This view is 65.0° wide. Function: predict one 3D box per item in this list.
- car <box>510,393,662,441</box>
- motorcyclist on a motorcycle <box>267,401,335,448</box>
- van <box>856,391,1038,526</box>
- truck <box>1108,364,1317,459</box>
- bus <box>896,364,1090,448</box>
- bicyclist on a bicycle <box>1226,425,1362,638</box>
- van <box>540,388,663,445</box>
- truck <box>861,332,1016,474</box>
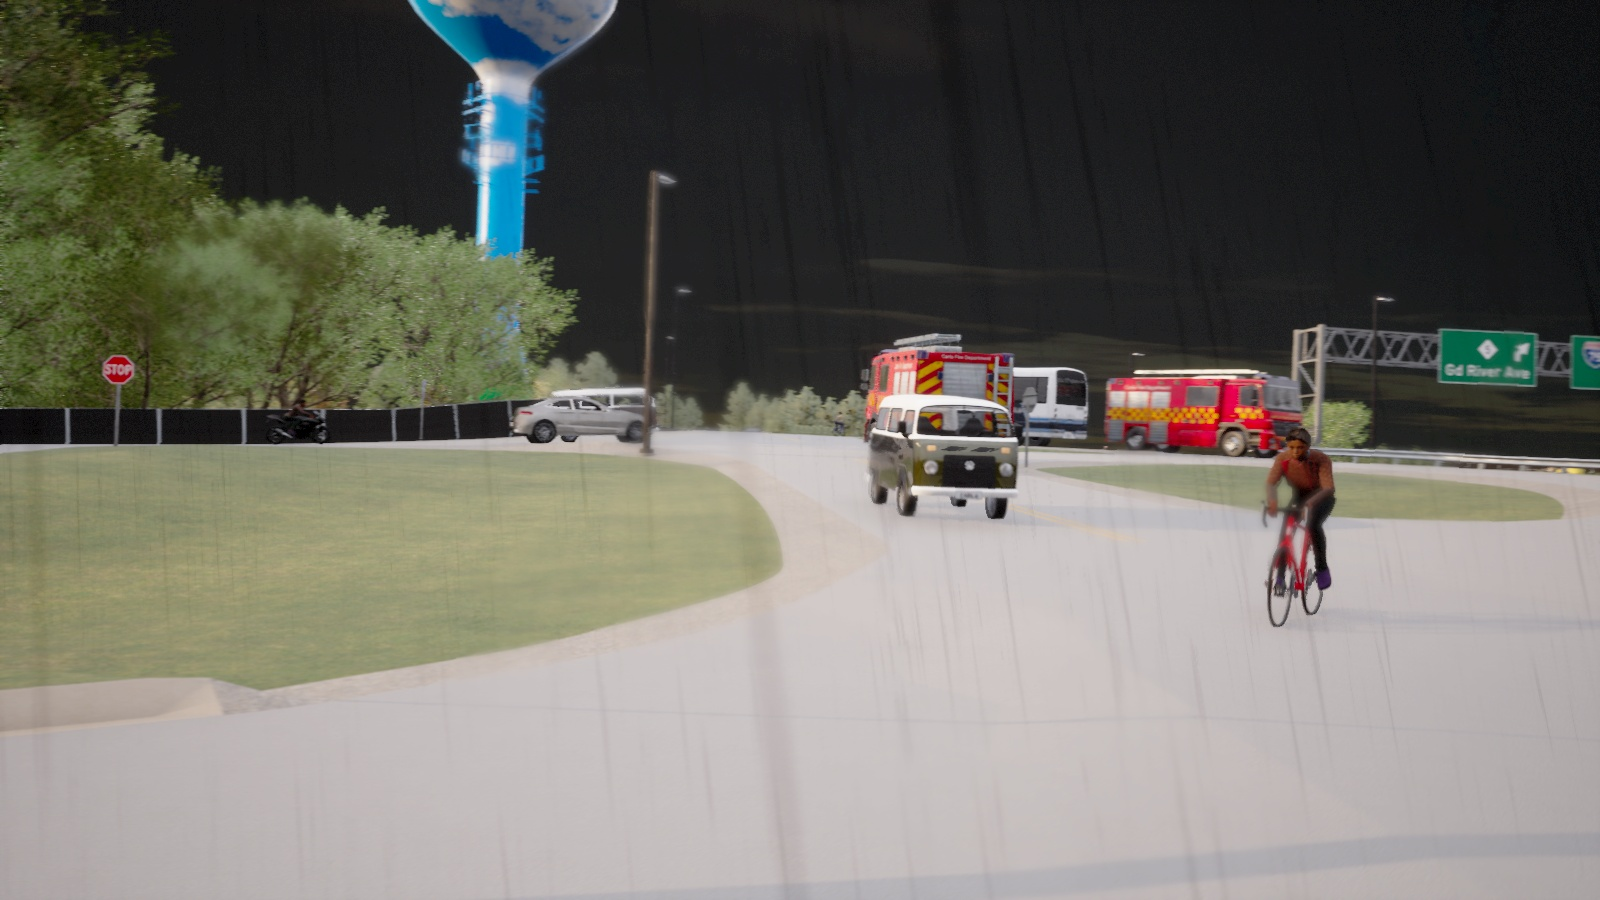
[{"bbox_3d":[-7.619,-1.164,44.671,5.027,1.651,2.152,0,1,-20],"label":"car"},{"bbox_3d":[-16.483,-0.851,41.517,2.044,1.523,0.797,-1,1,-20],"label":"motorcyclist on a motorcycle"},{"bbox_3d":[2.384,0.051,21.688,2.069,2.038,4.480,2,2,-7],"label":"van"},{"bbox_3d":[18.107,-1.735,55.781,2.891,3.827,8.468,2,1,-38],"label":"truck"},{"bbox_3d":[10.590,-2.472,70.018,3.944,4.253,10.273,2,1,-43],"label":"bus"},{"bbox_3d":[4.151,0.624,10.485,0.582,1.620,1.656,3,2,37],"label":"bicyclist on a bicycle"},{"bbox_3d":[-7.601,-1.265,47.985,4.480,2.038,2.069,-1,1,-11],"label":"van"},{"bbox_3d":[4.049,-1.523,39.009,2.891,3.827,8.468,2,3,-6],"label":"truck"}]
